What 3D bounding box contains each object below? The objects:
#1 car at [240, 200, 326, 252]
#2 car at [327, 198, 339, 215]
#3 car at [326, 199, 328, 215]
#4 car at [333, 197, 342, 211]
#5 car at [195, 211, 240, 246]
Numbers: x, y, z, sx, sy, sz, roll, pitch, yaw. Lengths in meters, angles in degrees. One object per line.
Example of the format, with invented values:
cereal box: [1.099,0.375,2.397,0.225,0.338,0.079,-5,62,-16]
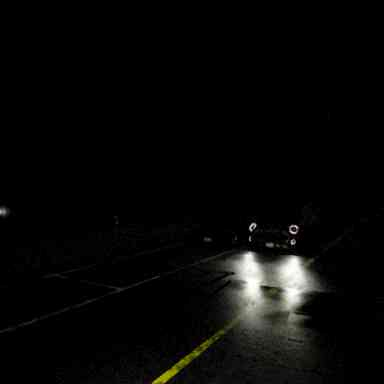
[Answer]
car: [4.009,1.352,14.075,2.097,1.767,4.553,0,0,32]
car: [13.420,1.567,34.167,1.947,1.339,4.313,0,0,32]
car: [10.513,1.583,29.468,1.802,1.307,4.206,0,0,32]
car: [16.327,1.442,38.865,1.967,1.590,4.097,0,0,32]
car: [1.793,1.566,15.372,1.947,1.339,4.313,0,0,32]
